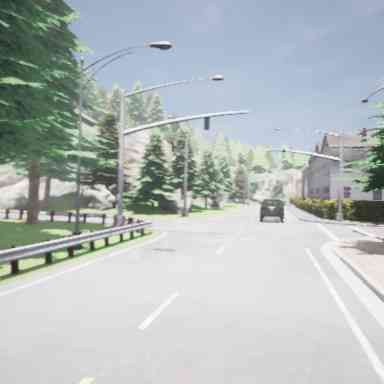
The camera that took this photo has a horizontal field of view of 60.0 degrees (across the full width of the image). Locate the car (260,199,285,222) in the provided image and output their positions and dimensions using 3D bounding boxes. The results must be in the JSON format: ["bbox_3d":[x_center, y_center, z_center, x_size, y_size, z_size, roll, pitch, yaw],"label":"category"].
[{"bbox_3d":[7.628,1.638,31.641,2.150,2.045,5.566,1,0,14],"label":"car"}]
